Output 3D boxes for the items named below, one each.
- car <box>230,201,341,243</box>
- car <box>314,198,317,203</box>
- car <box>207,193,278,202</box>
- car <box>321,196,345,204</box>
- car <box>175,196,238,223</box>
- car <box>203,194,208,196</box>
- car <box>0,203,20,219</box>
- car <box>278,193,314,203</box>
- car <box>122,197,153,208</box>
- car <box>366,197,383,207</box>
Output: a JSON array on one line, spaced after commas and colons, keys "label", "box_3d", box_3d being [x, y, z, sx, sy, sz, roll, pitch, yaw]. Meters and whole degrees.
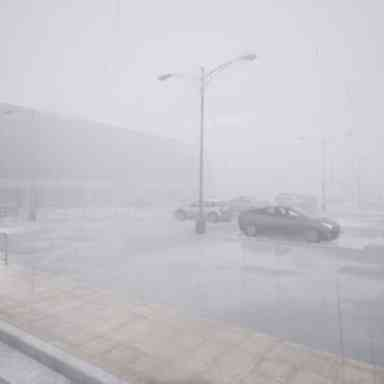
[{"label": "car", "box_3d": [4.383, 1.411, 15.378, 4.514, 1.523, 2.007, 1, 1, 35]}, {"label": "car", "box_3d": [12.897, 1.092, 40.925, 4.605, 1.855, 1.932, 1, 1, 35]}, {"label": "car", "box_3d": [4.177, 1.154, 27.863, 5.027, 1.636, 2.152, 1, 1, 35]}, {"label": "car", "box_3d": [23.725, 1.371, 56.029, 3.633, 1.501, 1.845, 1, 1, 35]}, {"label": "car", "box_3d": [0.739, 1.237, 22.435, 3.806, 1.475, 1.970, 1, 1, 35]}, {"label": "car", "box_3d": [2.704, 1.021, 56.397, 1.837, 1.490, 4.892, 1, 1, 35]}, {"label": "car", "box_3d": [-15.358, 1.261, 24.637, 2.128, 1.511, 4.902, 1, 1, 35]}, {"label": "car", "box_3d": [11.558, 1.077, 38.314, 3.866, 1.878, 1.905, 1, 1, 35]}, {"label": "car", "box_3d": [-6.955, 1.277, 42.891, 1.994, 1.385, 4.181, 1, 1, 35]}, {"label": "car", "box_3d": [28.067, 1.495, 49.315, 3.806, 1.475, 1.970, 1, 1, 35]}]
